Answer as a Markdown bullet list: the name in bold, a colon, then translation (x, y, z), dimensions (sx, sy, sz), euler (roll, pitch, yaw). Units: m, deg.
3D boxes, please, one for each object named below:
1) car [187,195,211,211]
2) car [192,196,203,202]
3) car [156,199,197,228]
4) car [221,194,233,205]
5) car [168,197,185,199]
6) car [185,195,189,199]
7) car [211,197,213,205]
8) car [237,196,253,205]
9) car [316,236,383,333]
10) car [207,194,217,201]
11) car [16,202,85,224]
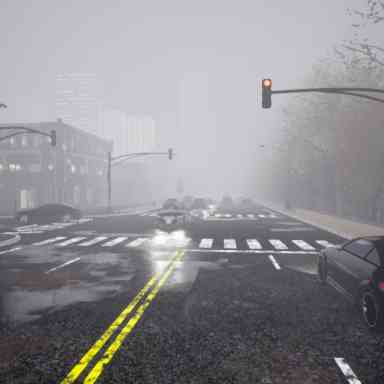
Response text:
- **car**: translation (0.915, 1.465, 41.488), dimensions (1.882, 1.535, 5.008), euler (0, 0, 6)
- **car**: translation (1.197, 1.511, 73.947), dimensions (1.994, 1.385, 4.181), euler (0, 0, 6)
- **car**: translation (-1.131, 1.487, 22.258), dimensions (2.128, 1.511, 4.902), euler (0, 0, 6)
- **car**: translation (6.036, 1.485, 57.031), dimensions (1.837, 1.490, 4.892), euler (0, 0, 6)
- **car**: translation (-2.374, 1.491, 41.325), dimensions (1.837, 1.490, 4.892), euler (0, 0, 6)
- **car**: translation (-0.562, 1.333, 58.177), dimensions (2.097, 1.767, 4.553), euler (0, 0, 6)
- **car**: translation (2.735, 1.580, 58.428), dimensions (1.895, 1.301, 4.718), euler (0, 0, 6)
- **car**: translation (9.238, 1.471, 56.413), dimensions (2.128, 1.511, 4.902), euler (0, 0, 6)
- **car**: translation (3.952, 1.562, 6.692), dimensions (1.994, 1.385, 4.181), euler (0, 0, 6)
- **car**: translation (4.449, 1.127, 73.791), dimensions (2.033, 1.411, 5.357), euler (0, 0, 6)
- **car**: translation (-11.025, 1.583, 25.976), dimensions (5.008, 1.535, 1.882), euler (-1, 2, -6)
